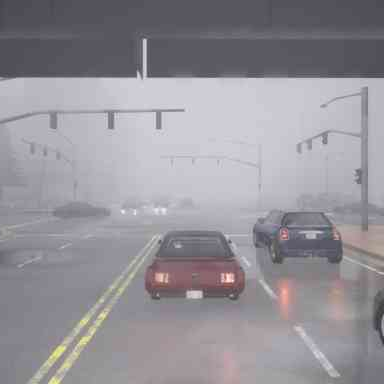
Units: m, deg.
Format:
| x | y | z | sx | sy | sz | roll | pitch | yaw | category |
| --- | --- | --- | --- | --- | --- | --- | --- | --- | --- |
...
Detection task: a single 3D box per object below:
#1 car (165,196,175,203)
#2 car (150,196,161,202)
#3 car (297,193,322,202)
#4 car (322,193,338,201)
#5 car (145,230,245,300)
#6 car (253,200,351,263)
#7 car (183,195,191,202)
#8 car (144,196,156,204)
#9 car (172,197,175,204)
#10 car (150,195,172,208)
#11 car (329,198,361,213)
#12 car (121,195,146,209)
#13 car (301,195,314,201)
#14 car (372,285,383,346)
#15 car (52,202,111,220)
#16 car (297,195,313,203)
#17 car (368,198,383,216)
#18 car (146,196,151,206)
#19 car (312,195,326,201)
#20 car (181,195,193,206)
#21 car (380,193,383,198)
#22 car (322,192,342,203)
| x | y | z | sx | sy | sz | roll | pitch | yaw | category |
| --- | --- | --- | --- | --- | --- | --- | --- | --- | --- |
| -4.519 | 1.601 | 68.742 | 1.895 | 1.301 | 4.718 | 0 | 0 | 0 | car |
| -8.046 | 1.552 | 73.971 | 1.994 | 1.385 | 4.181 | 0 | 0 | 0 | car |
| 16.662 | 1.153 | 48.144 | 1.932 | 1.855 | 4.605 | 0 | 0 | 0 | car |
| 33.523 | 1.153 | 80.753 | 1.932 | 1.855 | 4.605 | 0 | 0 | 0 | car |
| 0.069 | 1.601 | 8.342 | 1.895 | 1.301 | 4.718 | 0 | 0 | 0 | car |
| 3.585 | 1.352 | 12.107 | 2.097 | 1.767 | 4.553 | 0 | 0 | 0 | car |
| -1.068 | 1.524 | 77.510 | 1.812 | 1.442 | 4.674 | 0 | 0 | 0 | car |
| -8.027 | 1.526 | 63.959 | 1.812 | 1.442 | 4.674 | 0 | 0 | 0 | car |
| -4.530 | 1.352 | 58.587 | 2.097 | 1.767 | 4.553 | 0 | 0 | 0 | car |
| -4.492 | 1.491 | 49.545 | 2.128 | 1.511 | 4.902 | 0 | 0 | 0 | car |
| 16.681 | 1.564 | 33.913 | 4.181 | 1.385 | 1.994 | 0 | 0 | 1 | car |
| -8.031 | 1.352 | 44.782 | 2.097 | 1.767 | 4.553 | 0 | 0 | 2 | car |
| 27.945 | 1.395 | 80.689 | 1.970 | 1.475 | 3.806 | 0 | 0 | 0 | car |
| 3.601 | 1.505 | 3.018 | 1.837 | 1.490 | 4.892 | 0 | 0 | 0 | car |
| -9.155 | 1.525 | 27.700 | 4.674 | 1.442 | 1.812 | 0 | 1 | -18 | car |
| 22.216 | 1.395 | 65.572 | 1.970 | 1.475 | 3.806 | 0 | 0 | 0 | car |
| 19.265 | 1.505 | 30.379 | 4.892 | 1.490 | 1.837 | 0 | 0 | 1 | car |
| -8.014 | 1.478 | 53.953 | 1.882 | 1.535 | 5.008 | 0 | 0 | 0 | car |
| 30.840 | 1.364 | 80.695 | 1.784 | 1.438 | 3.905 | 0 | 0 | 0 | car |
| -0.826 | 1.477 | 53.849 | 1.882 | 1.535 | 5.008 | 0 | 0 | 0 | car |
| 39.113 | 1.153 | 65.706 | 1.932 | 1.855 | 4.605 | 0 | 0 | 0 | car |
| 19.556 | 1.156 | 48.097 | 1.905 | 1.878 | 3.866 | 0 | 0 | 0 | car |
